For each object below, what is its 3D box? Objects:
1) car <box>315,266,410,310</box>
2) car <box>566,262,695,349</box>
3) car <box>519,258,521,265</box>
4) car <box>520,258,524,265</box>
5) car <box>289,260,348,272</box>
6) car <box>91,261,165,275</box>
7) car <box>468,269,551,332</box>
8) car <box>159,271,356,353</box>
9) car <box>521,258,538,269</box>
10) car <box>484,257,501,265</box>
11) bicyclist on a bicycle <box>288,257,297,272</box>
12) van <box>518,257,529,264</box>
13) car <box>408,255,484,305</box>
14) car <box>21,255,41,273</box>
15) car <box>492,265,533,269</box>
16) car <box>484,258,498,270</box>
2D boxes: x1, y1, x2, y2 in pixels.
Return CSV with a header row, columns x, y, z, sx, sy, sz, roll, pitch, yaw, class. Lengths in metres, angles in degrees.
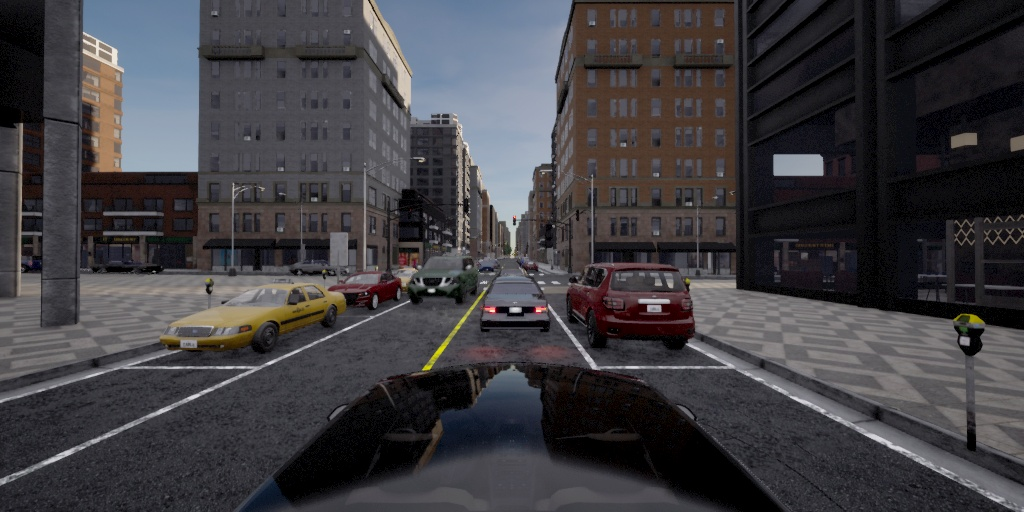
x,y,z,sx,sy,sz,roll,pitch,yaw,class
-5.892,1.298,14.712,1.888,1.381,4.507,0,0,0,car
2.649,1.066,9.102,2.192,1.841,5.009,0,0,0,car
2.514,1.346,58.717,1.802,1.307,4.207,0,0,0,car
2.530,1.344,53.043,1.802,1.307,4.207,0,0,0,car
-16.840,1.092,31.488,4.902,1.511,2.128,1,-1,0,car
-33.681,1.049,31.545,4.718,1.301,1.895,1,-1,0,car
0.067,1.299,10.833,2.033,1.411,5.357,0,0,0,car
-5.876,1.277,8.917,1.751,1.417,4.829,0,0,0,car
2.545,1.343,47.370,1.802,1.307,4.207,0,0,0,car
-3.231,1.328,56.651,1.994,1.385,4.181,0,0,0,car
-23.110,0.909,37.751,0.582,1.620,1.656,0,0,0,bicyclist on a bicycle
2.499,1.108,64.390,1.690,1.789,3.998,0,0,0,van
-2.896,0.976,16.401,2.150,2.045,5.566,0,0,4,car
-47.615,0.704,34.735,4.553,1.767,2.097,1,-1,1,car
0.019,1.355,20.560,1.895,1.301,4.718,0,0,0,car
-3.246,1.308,46.796,2.033,1.411,5.357,0,0,-4,car
